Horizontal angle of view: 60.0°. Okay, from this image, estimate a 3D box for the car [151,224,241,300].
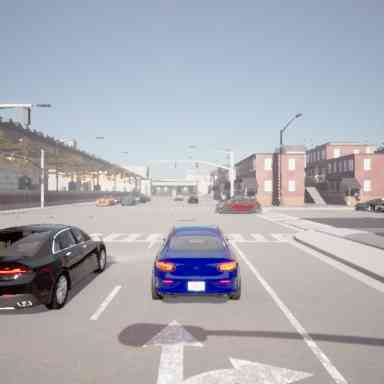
[{"bbox_3d":[0.096,1.526,8.286,1.812,1.442,4.674,0,0,0],"label":"car"}]

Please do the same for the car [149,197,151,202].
[{"bbox_3d":[-10.330,1.552,75.119,1.994,1.385,4.181,0,0,0],"label":"car"}]

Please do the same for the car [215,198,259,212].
[{"bbox_3d":[5.295,1.507,39.252,4.892,1.490,1.837,1,2,18],"label":"car"}]

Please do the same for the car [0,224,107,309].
[{"bbox_3d":[-3.411,1.505,7.831,1.837,1.490,4.892,0,0,0],"label":"car"}]

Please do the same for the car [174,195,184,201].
[{"bbox_3d":[-3.314,1.595,82.153,1.895,1.301,4.718,0,0,0],"label":"car"}]

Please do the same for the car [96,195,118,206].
[{"bbox_3d":[-13.956,1.352,53.684,2.097,1.767,4.553,0,0,0],"label":"car"}]

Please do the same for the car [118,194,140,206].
[{"bbox_3d":[-10.450,1.547,55.389,2.033,1.411,5.357,0,0,0],"label":"car"}]

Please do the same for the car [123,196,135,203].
[{"bbox_3d":[-13.835,1.524,72.947,1.812,1.442,4.674,0,0,0],"label":"car"}]

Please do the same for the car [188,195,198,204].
[{"bbox_3d":[0.243,1.477,65.955,1.882,1.535,5.008,0,0,0],"label":"car"}]

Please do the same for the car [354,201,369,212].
[{"bbox_3d":[21.208,1.504,38.073,4.892,1.490,1.837,0,0,0],"label":"car"}]

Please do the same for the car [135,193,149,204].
[{"bbox_3d":[-10.382,1.221,65.251,2.150,2.045,5.566,0,0,0],"label":"car"}]

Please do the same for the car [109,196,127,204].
[{"bbox_3d":[-13.907,1.491,62.733,2.128,1.511,4.902,0,0,1],"label":"car"}]

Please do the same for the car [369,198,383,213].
[{"bbox_3d":[21.647,1.491,34.569,4.902,1.511,2.128,0,0,0],"label":"car"}]

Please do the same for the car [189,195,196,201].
[{"bbox_3d":[0.205,1.595,90.133,1.895,1.301,4.718,0,0,0],"label":"car"}]

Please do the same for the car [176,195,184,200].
[{"bbox_3d":[-3.291,1.524,92.199,1.812,1.442,4.674,0,0,0],"label":"car"}]

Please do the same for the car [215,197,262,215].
[{"bbox_3d":[4.711,1.351,33.931,4.553,1.767,2.097,0,0,-10],"label":"car"}]
